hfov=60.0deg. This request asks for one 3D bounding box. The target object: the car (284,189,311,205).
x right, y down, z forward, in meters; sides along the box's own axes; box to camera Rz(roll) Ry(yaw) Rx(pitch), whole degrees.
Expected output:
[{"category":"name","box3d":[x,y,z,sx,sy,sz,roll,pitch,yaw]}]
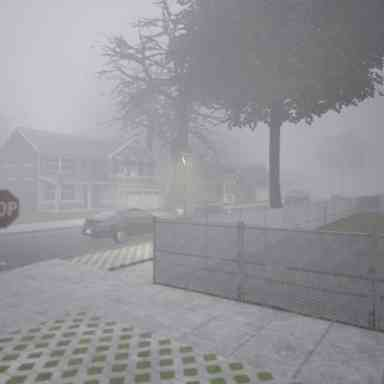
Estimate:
[{"category":"car","box3d":[14.198,0.666,44.559,2.150,2.045,5.566,1,1,36]}]

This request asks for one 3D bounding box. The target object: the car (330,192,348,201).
[{"category":"car","box3d":[23.016,0.829,52.083,1.837,1.490,4.892,1,2,35]}]

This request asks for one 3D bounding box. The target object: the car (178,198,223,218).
[{"category":"car","box3d":[0.564,1.229,25.440,2.128,1.511,4.902,1,1,35]}]

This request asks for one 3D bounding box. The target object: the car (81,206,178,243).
[{"category":"car","box3d":[-2.923,1.427,15.577,1.812,1.442,4.674,1,1,35]}]
